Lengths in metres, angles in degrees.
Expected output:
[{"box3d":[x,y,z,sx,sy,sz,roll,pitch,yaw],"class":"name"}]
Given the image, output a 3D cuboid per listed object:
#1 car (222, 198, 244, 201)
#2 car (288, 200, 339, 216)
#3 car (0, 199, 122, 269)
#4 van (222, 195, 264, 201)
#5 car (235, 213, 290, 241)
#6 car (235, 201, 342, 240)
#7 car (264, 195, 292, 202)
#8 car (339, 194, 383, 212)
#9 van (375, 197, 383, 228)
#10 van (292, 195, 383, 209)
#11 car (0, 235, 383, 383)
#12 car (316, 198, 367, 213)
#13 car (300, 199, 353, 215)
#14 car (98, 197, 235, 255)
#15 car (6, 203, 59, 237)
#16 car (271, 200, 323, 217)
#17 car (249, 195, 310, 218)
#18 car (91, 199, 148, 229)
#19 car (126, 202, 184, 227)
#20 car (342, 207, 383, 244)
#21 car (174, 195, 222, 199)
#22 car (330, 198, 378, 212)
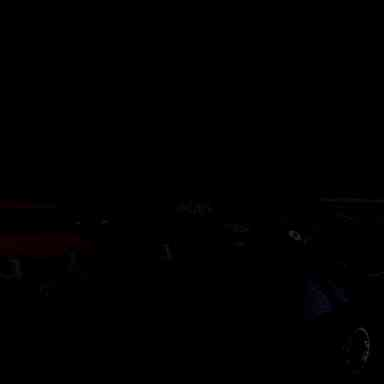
[{"box3d":[1.559,1.547,27.954,1.946,1.575,5.366,0,0,-36],"class":"car"},{"box3d":[12.979,1.617,35.856,2.163,1.488,4.792,0,0,-36],"class":"car"},{"box3d":[-3.952,1.230,7.668,2.435,2.045,5.566,0,0,-36],"class":"car"},{"box3d":[3.856,1.336,29.512,1.878,1.987,4.442,0,0,-36],"class":"van"},{"box3d":[0.592,1.545,10.950,2.002,1.452,4.674,0,0,-36],"class":"car"},{"box3d":[2.853,1.391,12.609,2.185,1.767,4.553,0,0,-36],"class":"car"},{"box3d":[6.166,1.322,31.055,2.435,2.045,5.566,0,0,-36],"class":"car"},{"box3d":[22.007,1.308,42.314,2.435,2.045,5.566,0,0,-36],"class":"car"},{"box3d":[14.203,1.348,20.831,1.878,1.987,4.442,0,0,-36],"class":"van"},{"box3d":[7.364,1.314,15.940,1.878,1.987,4.442,0,0,-36],"class":"van"},{"box3d":[0.426,1.558,3.988,5.357,1.411,2.033,0,0,-35],"class":"car"},{"box3d":[17.478,1.577,39.104,2.097,1.535,5.008,0,0,-36],"class":"car"},{"box3d":[15.109,1.580,37.643,1.946,1.575,5.366,0,0,-36],"class":"car"},{"box3d":[-1.672,1.242,9.299,2.435,2.045,5.566,0,0,-36],"class":"car"},{"box3d":[-9.514,1.489,19.578,1.946,1.575,5.366,0,0,-36],"class":"car"},{"box3d":[10.681,1.614,34.285,2.163,1.488,4.792,0,0,-36],"class":"car"},{"box3d":[8.458,1.328,32.624,2.435,2.045,5.566,0,0,-36],"class":"car"},{"box3d":[-5.125,1.390,22.983,2.185,1.767,4.553,0,0,-36],"class":"car"},{"box3d":[-2.832,1.557,24.550,2.163,1.488,4.792,0,0,-36],"class":"car"},{"box3d":[5.155,1.529,14.208,2.231,1.521,4.892,0,0,-36],"class":"car"},{"box3d":[-0.607,1.287,26.211,2.435,2.045,5.566,0,0,-36],"class":"car"},{"box3d":[19.738,1.571,40.719,2.231,1.521,4.892,0,0,-36],"class":"car"}]
